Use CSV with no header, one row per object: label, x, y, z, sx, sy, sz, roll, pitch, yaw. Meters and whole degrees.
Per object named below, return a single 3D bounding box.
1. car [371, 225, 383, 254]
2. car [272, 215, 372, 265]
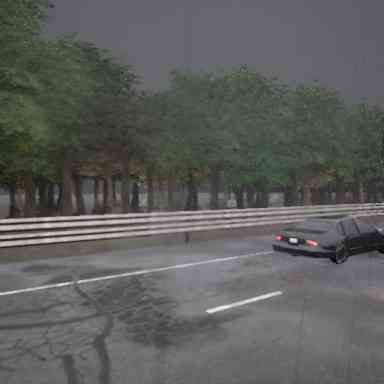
car,7.243,1.542,8.921,5.357,1.411,2.033,0,0,-36
car,5.180,1.542,11.748,5.357,1.411,2.033,0,0,-36
